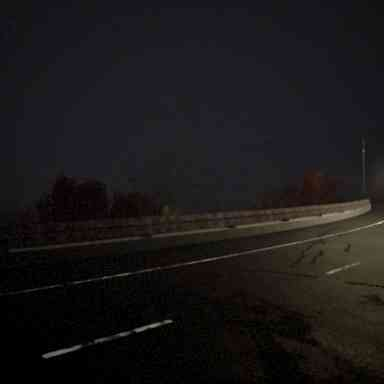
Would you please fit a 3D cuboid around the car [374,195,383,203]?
[{"bbox_3d":[36.705,1.342,64.290,1.812,1.442,4.674,0,0,15],"label":"car"}]
